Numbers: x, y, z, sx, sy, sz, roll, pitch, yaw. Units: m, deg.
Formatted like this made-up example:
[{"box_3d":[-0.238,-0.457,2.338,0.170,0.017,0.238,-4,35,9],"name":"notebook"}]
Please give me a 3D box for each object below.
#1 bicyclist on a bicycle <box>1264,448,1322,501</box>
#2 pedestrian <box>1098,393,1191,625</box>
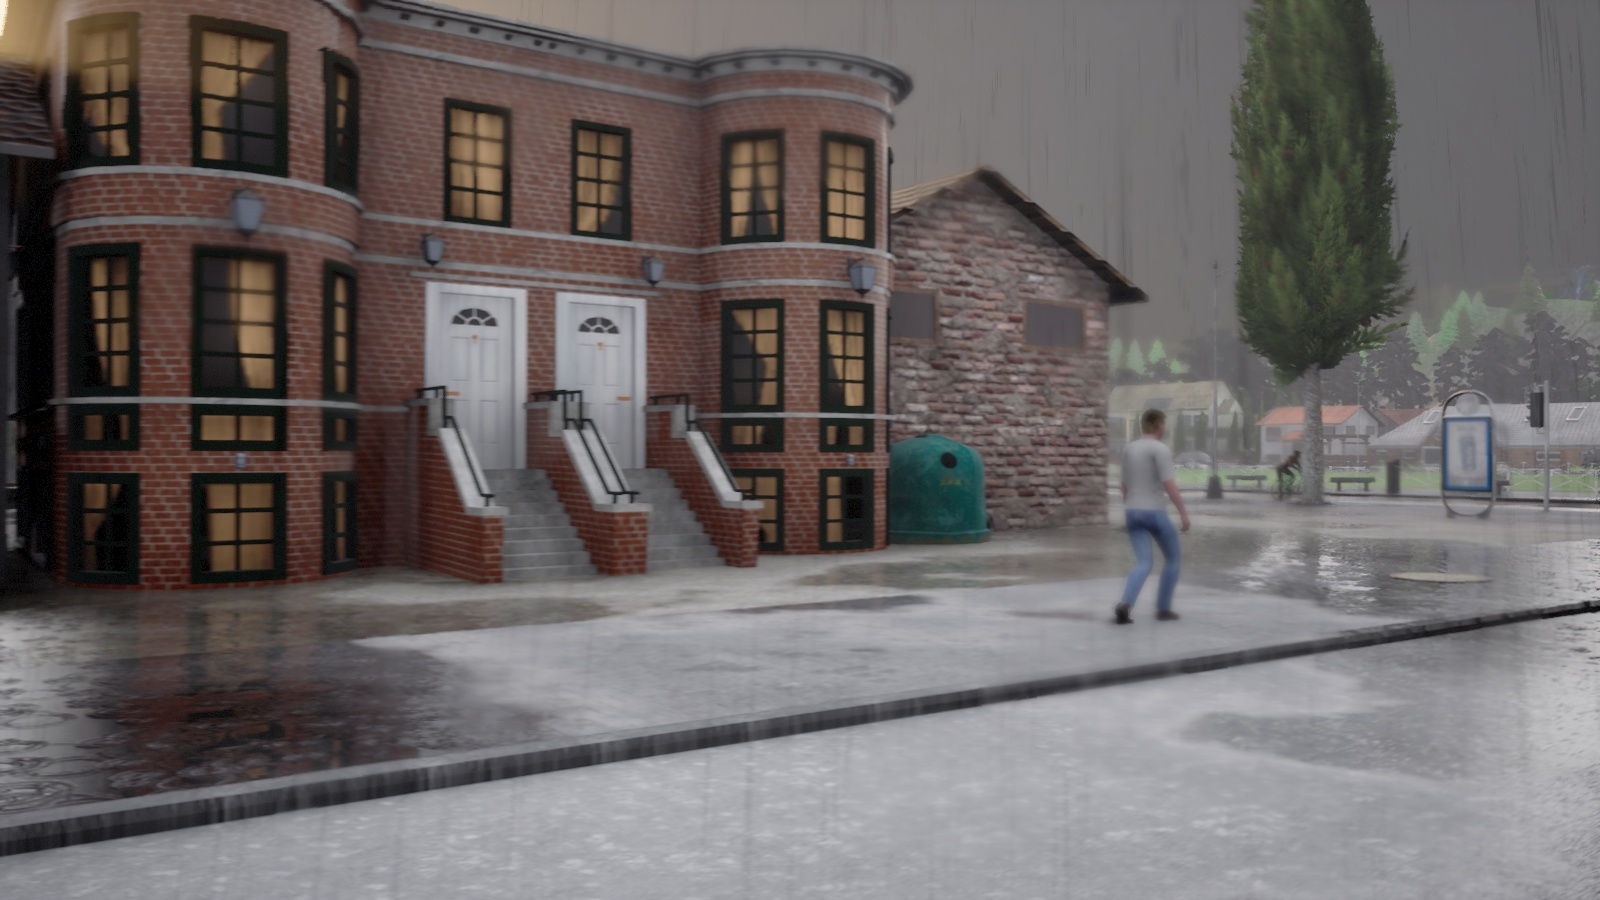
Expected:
[{"box_3d":[15.514,0.762,39.567,0.582,1.620,1.656,0,0,-35],"name":"bicyclist on a bicycle"},{"box_3d":[2.829,0.467,10.306,0.706,1.836,0.354,0,0,-34],"name":"pedestrian"}]
